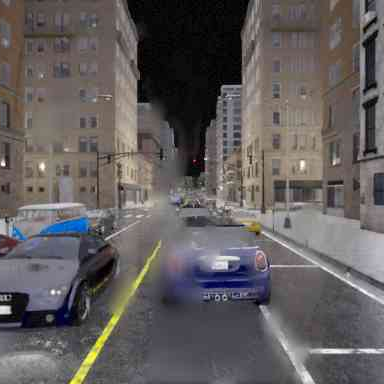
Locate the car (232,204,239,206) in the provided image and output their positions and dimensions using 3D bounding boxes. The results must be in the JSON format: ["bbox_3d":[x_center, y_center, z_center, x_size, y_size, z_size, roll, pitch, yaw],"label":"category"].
[{"bbox_3d":[2.683,1.525,18.507,1.752,1.417,4.829,0,0,0],"label":"car"}]

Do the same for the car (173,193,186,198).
[{"bbox_3d":[-2.692,1.218,60.483,2.150,2.045,5.566,0,0,1],"label":"car"}]

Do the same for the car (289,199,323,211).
[{"bbox_3d":[13.673,1.515,38.359,4.718,1.301,1.895,0,0,0],"label":"car"}]

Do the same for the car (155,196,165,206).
[{"bbox_3d":[-5.268,1.523,56.147,1.752,1.417,4.829,0,0,0],"label":"car"}]

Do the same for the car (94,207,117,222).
[{"bbox_3d":[-5.352,1.550,18.354,2.008,1.369,4.403,0,0,0],"label":"car"}]

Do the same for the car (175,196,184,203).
[{"bbox_3d":[-2.599,1.519,70.589,1.812,1.442,4.674,0,0,0],"label":"car"}]

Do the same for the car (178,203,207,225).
[{"bbox_3d":[0.071,1.563,25.086,1.994,1.385,4.181,0,0,0],"label":"car"}]

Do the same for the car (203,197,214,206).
[{"bbox_3d":[2.758,1.580,56.301,1.802,1.307,4.206,0,0,0],"label":"car"}]

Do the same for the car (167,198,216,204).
[{"bbox_3d":[0.110,1.351,15.425,2.097,1.767,4.553,0,0,0],"label":"car"}]

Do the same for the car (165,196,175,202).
[{"bbox_3d":[-5.218,1.543,79.042,2.008,1.369,4.403,0,0,0],"label":"car"}]

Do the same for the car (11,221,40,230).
[{"bbox_3d":[-5.378,1.581,7.541,1.802,1.307,4.206,0,0,0],"label":"car"}]

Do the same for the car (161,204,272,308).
[{"bbox_3d":[0.321,1.352,8.158,2.097,1.767,4.553,0,0,-5],"label":"car"}]

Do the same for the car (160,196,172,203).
[{"bbox_3d":[-5.243,1.561,67.679,1.947,1.339,4.313,0,0,0],"label":"car"}]

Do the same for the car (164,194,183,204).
[{"bbox_3d":[-2.734,1.476,50.495,1.882,1.535,5.008,0,0,0],"label":"car"}]

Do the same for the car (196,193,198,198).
[{"bbox_3d":[2.819,1.306,84.710,2.192,1.841,5.009,0,0,0],"label":"car"}]

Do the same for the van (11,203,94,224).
[{"bbox_3d":[-5.365,1.340,12.948,1.690,1.788,3.998,0,0,0],"label":"van"}]

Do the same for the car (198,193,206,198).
[{"bbox_3d":[2.794,1.434,73.346,1.967,1.590,4.097,0,0,0],"label":"car"}]

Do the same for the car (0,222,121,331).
[{"bbox_3d":[-2.815,1.563,6.930,1.994,1.385,4.181,0,0,0],"label":"car"}]

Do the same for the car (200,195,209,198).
[{"bbox_3d":[2.745,1.549,50.620,2.008,1.369,4.403,0,0,0],"label":"car"}]

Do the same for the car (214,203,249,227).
[{"bbox_3d":[2.689,1.550,23.744,2.008,1.369,4.403,0,0,0],"label":"car"}]

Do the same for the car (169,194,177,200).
[{"bbox_3d":[-5.194,1.429,90.404,1.967,1.590,4.097,0,0,0],"label":"car"}]
